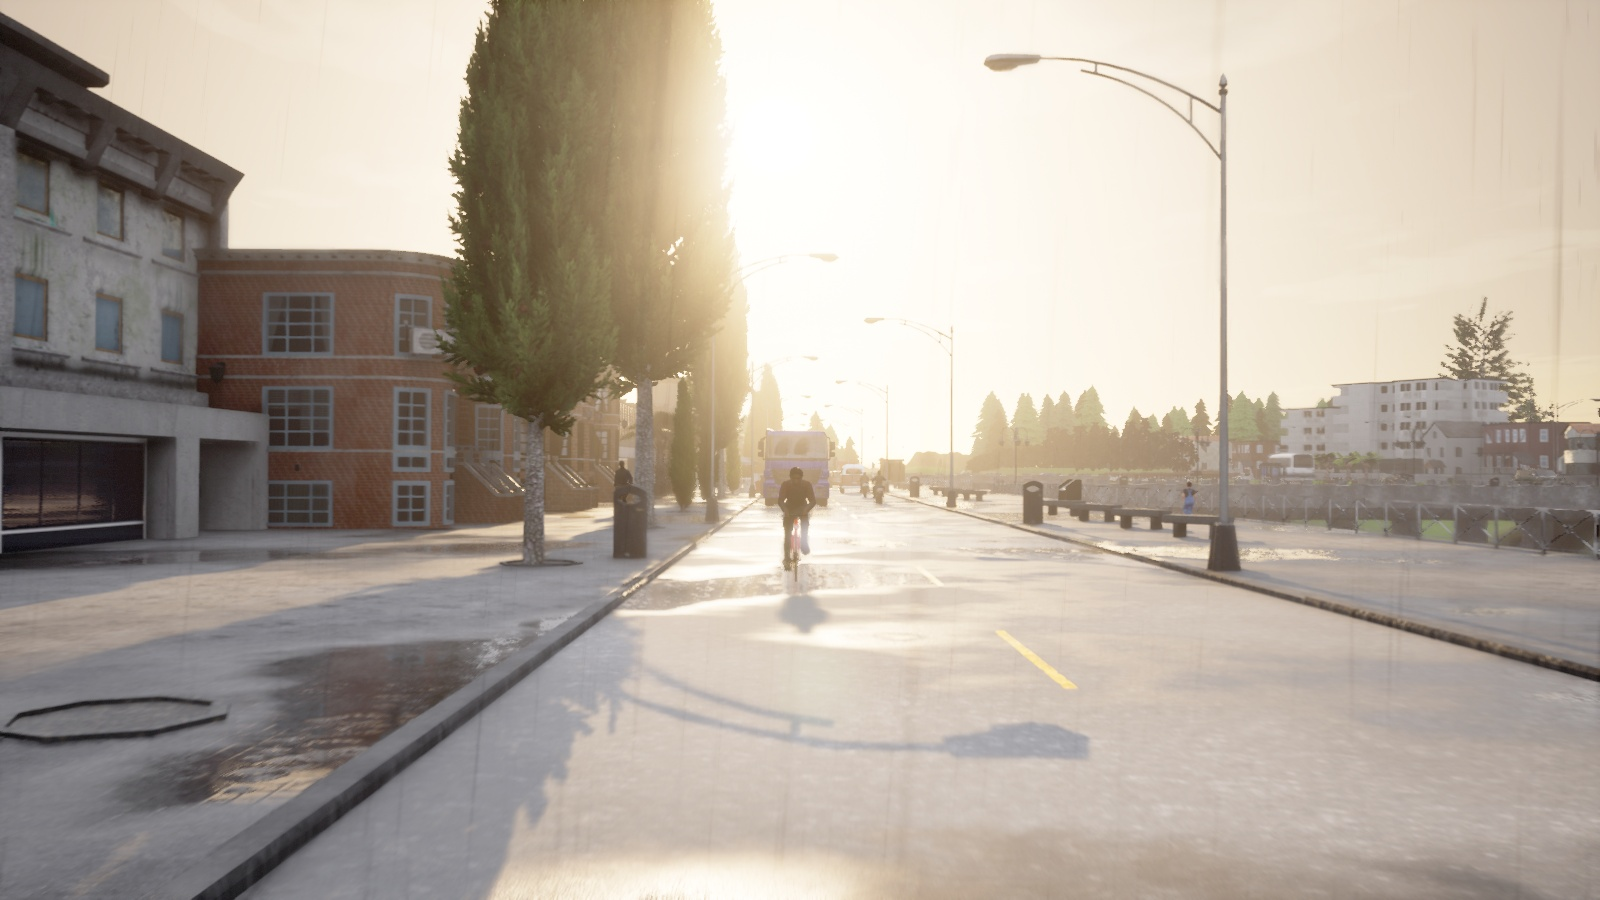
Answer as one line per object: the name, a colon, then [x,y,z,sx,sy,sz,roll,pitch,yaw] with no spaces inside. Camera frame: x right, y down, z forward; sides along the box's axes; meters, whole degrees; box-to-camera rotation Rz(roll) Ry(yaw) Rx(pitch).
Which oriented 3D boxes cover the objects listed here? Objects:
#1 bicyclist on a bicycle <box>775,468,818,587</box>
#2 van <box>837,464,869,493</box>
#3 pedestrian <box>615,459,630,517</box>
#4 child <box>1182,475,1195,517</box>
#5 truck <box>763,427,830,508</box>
bicyclist on a bicycle: [-0.047,1.070,18.044,0.582,1.620,1.656,0,-1,0]
van: [3.766,2.022,89.567,2.069,2.038,4.480,0,-1,0]
pedestrian: [-5.771,1.230,40.746,0.370,1.835,0.726,0,-1,1]
child: [11.741,1.393,37.938,0.270,1.263,0.437,0,-1,1]
truck: [-0.154,0.802,57.871,2.891,3.462,7.936,0,-1,0]
